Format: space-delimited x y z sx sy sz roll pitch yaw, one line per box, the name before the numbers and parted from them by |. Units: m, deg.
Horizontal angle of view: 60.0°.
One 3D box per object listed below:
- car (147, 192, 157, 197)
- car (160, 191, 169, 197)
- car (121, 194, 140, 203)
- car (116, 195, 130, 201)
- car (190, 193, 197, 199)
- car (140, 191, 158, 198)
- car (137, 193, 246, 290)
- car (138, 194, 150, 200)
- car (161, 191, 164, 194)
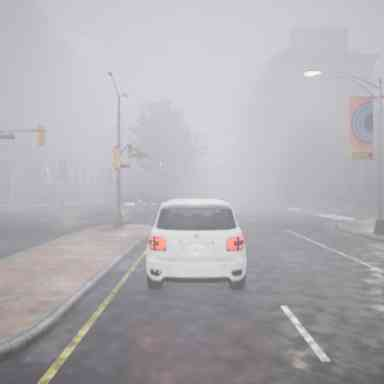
car | -11.118 0.674 93.193 2.128 1.511 4.902 0 0 0
car | -7.618 0.504 93.208 2.097 1.767 4.553 0 0 0
car | -11.289 1.180 62.389 2.128 1.511 4.902 0 0 1
car | -14.464 1.246 69.842 1.895 1.301 4.718 0 0 0
car | 0.370 1.044 90.227 1.837 1.490 4.892 0 0 0
car | -7.787 0.909 62.505 2.150 2.045 5.566 0 0 1
car | 0.108 1.175 9.117 2.150 2.045 5.566 0 0 1
car | -11.182 1.207 77.775 1.895 1.301 4.718 0 0 0
car | -7.681 1.135 78.029 2.128 1.511 4.902 0 0 0
